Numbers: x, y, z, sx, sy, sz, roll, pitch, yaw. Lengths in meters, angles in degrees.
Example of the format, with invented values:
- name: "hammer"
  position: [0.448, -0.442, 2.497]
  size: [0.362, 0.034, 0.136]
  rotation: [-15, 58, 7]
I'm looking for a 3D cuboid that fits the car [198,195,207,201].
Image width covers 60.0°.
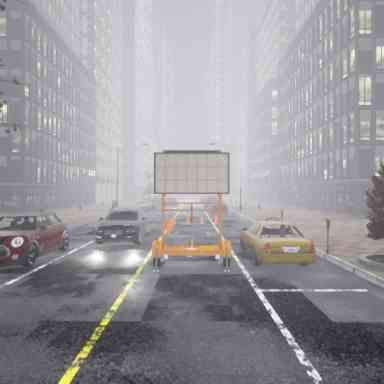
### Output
- name: "car"
  position: [2.634, 1.504, 85.150]
  size: [2.008, 1.369, 4.403]
  rotation: [0, 0, 0]

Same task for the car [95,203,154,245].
- name: "car"
  position: [-3.109, 1.500, 15.612]
  size: [1.837, 1.490, 4.892]
  rotation: [0, 0, 0]

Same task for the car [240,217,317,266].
- name: "car"
  position: [2.679, 1.522, 11.322]
  size: [1.752, 1.417, 4.829]
  rotation: [0, 0, 0]

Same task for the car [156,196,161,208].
- name: "car"
  position: [-5.722, 1.565, 45.314]
  size: [1.802, 1.307, 4.206]
  rotation: [0, 0, 0]

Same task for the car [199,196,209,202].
- name: "car"
  position: [2.641, 1.508, 73.765]
  size: [1.887, 1.381, 4.507]
  rotation: [0, 0, 0]

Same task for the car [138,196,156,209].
- name: "car"
  position: [-5.719, 1.511, 39.451]
  size: [1.752, 1.417, 4.829]
  rotation: [0, 0, 0]

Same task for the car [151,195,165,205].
- name: "car"
  position: [-5.730, 1.417, 56.698]
  size: [1.967, 1.590, 4.097]
  rotation: [0, 0, 0]

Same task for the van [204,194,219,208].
- name: "van"
  position: [2.660, 1.327, 39.611]
  size: [1.690, 1.788, 3.998]
  rotation: [0, 0, 0]

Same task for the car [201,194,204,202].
- name: "car"
  position: [2.658, 1.423, 45.305]
  size: [1.967, 1.590, 4.097]
  rotation: [0, 0, 0]

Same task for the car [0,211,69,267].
- name: "car"
  position: [-5.702, 1.437, 11.162]
  size: [1.967, 1.590, 4.097]
  rotation: [0, 0, 0]

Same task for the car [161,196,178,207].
- name: "car"
  position: [-3.031, 1.528, 49.682]
  size: [2.033, 1.411, 5.357]
  rotation: [0, 0, 0]

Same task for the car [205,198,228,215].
- name: "car"
  position: [2.665, 1.554, 33.919]
  size: [1.947, 1.339, 4.313]
  rotation: [0, 0, 0]

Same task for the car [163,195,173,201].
- name: "car"
  position: [-5.743, 1.524, 79.465]
  size: [1.947, 1.339, 4.313]
  rotation: [0, 0, 0]

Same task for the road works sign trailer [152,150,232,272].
- name: "road works sign trailer"
  position: [-0.008, 0.462, 10.729]
  size: [2.380, 3.560, 2.880]
  rotation: [0, 0, 0]

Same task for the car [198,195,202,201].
- name: "car"
  position: [2.648, 1.554, 62.380]
  size: [1.802, 1.307, 4.206]
  rotation: [0, 0, 0]
